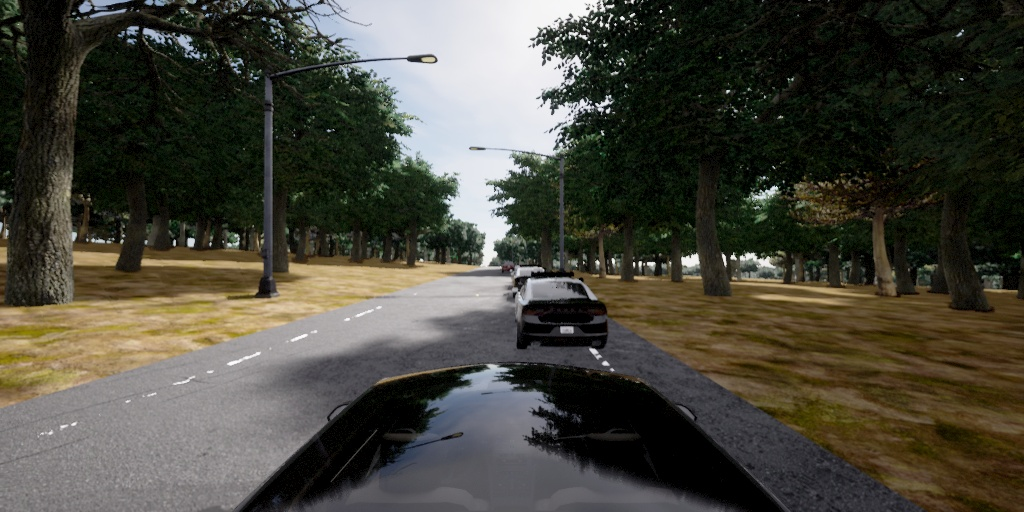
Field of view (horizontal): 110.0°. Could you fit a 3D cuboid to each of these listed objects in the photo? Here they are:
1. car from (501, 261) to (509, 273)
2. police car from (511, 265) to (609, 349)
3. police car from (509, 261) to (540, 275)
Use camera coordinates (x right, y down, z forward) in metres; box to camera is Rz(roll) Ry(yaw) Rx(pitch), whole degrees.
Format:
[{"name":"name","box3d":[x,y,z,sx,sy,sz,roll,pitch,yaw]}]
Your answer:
[{"name":"car","box3d":[-0.434,1.522,51.617,2.097,1.767,4.553,0,-1,-1]},{"name":"police car","box3d":[1.031,1.209,9.375,1.930,1.638,5.238,0,0,0]},{"name":"police car","box3d":[0.961,1.261,19.388,1.930,1.638,5.238,-1,0,0]}]
